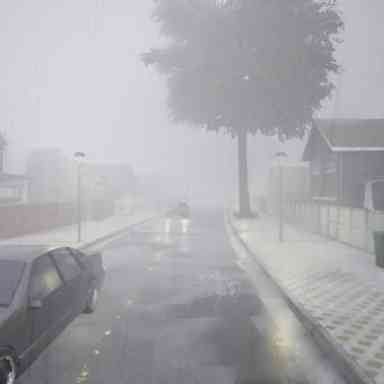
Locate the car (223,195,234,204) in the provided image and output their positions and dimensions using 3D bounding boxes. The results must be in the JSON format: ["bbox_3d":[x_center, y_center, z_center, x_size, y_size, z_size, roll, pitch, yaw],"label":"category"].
[{"bbox_3d":[8.249,1.632,76.207,2.150,2.045,5.566,0,0,9],"label":"car"}]

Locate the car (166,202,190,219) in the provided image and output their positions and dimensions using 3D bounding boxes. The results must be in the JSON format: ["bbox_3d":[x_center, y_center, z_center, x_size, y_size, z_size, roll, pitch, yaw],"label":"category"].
[{"bbox_3d":[-1.215,1.649,31.163,1.812,1.442,4.674,0,0,6],"label":"car"}]

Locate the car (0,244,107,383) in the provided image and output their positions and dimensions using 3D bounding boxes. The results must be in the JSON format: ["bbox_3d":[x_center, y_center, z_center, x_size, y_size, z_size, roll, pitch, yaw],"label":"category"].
[{"bbox_3d":[-2.764,1.560,4.953,2.033,1.411,5.357,0,0,1],"label":"car"}]

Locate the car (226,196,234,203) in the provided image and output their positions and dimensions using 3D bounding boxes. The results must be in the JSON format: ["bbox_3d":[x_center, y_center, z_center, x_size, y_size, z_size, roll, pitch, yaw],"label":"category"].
[{"bbox_3d":[9.949,1.931,86.457,1.837,1.490,4.892,0,0,9],"label":"car"}]
